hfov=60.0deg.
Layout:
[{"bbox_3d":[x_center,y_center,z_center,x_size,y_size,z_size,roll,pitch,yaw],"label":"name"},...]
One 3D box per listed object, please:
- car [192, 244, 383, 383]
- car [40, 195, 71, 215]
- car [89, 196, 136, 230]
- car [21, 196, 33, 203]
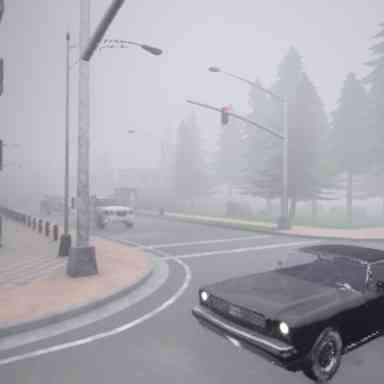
[{"bbox_3d":[2.336,1.638,5.602,4.718,1.301,1.895,1,0,-36],"label":"car"},{"bbox_3d":[-14.346,1.291,34.753,2.150,2.045,5.566,1,0,-35],"label":"car"},{"bbox_3d":[-5.800,1.288,22.414,2.150,2.045,5.566,1,0,-35],"label":"car"},{"bbox_3d":[-35.402,1.569,71.384,2.128,1.511,4.902,1,0,-35],"label":"car"}]
